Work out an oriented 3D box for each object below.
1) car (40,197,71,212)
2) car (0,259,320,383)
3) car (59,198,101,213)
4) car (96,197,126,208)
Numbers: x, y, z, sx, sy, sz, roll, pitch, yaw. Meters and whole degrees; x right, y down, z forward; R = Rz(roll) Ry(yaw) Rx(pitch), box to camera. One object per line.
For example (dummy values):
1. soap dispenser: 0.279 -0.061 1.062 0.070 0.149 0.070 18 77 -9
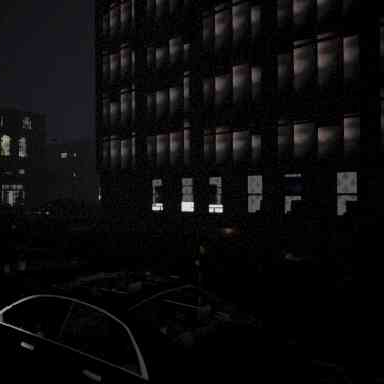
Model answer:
1. car: -16.394 1.489 41.408 2.097 1.767 4.553 0 -1 37
2. car: -0.978 1.551 3.574 4.403 1.369 2.008 0 0 35
3. car: -12.197 1.683 37.287 1.802 1.307 4.206 -1 -1 36
4. car: -12.416 1.643 51.193 1.967 1.590 4.097 -1 -1 36
